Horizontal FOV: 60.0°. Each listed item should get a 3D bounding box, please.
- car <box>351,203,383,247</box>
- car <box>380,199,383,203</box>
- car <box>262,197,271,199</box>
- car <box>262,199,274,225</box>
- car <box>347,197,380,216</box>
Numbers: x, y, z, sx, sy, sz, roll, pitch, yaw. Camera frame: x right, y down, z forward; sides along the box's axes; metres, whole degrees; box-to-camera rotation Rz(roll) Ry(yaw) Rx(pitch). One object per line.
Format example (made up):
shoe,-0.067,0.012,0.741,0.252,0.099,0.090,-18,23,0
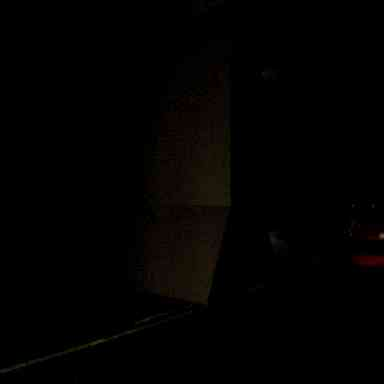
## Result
car,8.177,1.435,14.145,1.882,1.535,5.008,0,0,31
car,21.873,1.432,36.911,2.033,1.411,5.357,0,0,22
car,9.542,1.401,44.257,1.882,1.535,5.008,0,0,22
car,3.982,1.443,21.539,1.882,1.535,5.008,0,0,25
car,15.494,1.267,30.516,2.097,1.767,4.553,0,0,22
